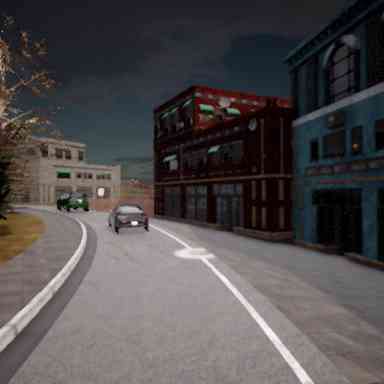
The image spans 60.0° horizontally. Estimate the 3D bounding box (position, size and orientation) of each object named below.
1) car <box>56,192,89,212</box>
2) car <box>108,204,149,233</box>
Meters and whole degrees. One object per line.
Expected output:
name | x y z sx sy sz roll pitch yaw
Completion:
car | -12.941 1.063 35.960 2.150 2.045 5.566 0 0 -37
car | -3.721 1.429 19.238 1.812 1.442 4.674 0 0 -20
